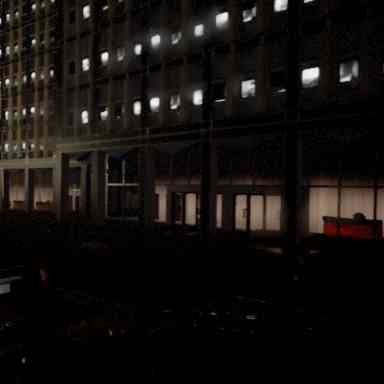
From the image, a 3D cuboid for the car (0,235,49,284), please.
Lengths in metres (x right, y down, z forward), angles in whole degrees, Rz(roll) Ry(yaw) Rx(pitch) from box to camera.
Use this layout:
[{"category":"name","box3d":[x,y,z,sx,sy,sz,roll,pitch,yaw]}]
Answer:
[{"category":"car","box3d":[-4.352,1.441,5.960,4.097,1.590,1.967,0,1,36]}]

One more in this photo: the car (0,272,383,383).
[{"category":"car","box3d":[0.230,1.582,2.695,4.206,1.307,1.802,0,1,36]}]
